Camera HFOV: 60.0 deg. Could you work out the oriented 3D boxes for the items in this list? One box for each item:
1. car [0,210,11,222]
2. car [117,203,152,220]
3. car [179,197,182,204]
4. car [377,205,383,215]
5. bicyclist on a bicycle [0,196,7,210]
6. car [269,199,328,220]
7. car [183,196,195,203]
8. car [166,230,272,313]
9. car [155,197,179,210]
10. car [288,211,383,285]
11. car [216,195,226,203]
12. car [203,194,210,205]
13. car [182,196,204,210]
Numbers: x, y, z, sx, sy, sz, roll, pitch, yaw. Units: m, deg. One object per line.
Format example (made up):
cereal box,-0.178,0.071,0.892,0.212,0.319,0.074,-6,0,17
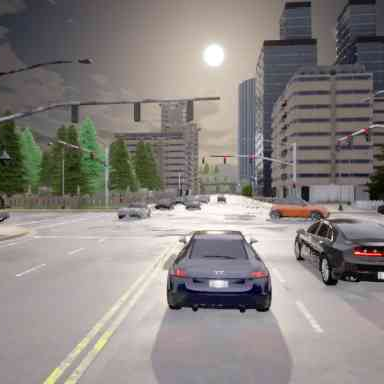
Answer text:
car,-15.744,1.601,23.946,4.718,1.301,1.895,0,0,5
car,-4.811,1.601,28.368,1.895,1.301,4.718,0,0,7
car,-2.030,1.547,57.527,2.033,1.411,5.357,0,0,5
car,20.391,1.478,31.649,5.008,1.535,1.882,0,0,5
bicyclist on a bicycle,-22.282,1.301,39.028,0.582,1.620,1.656,0,0,5
car,8.569,1.352,26.637,4.553,1.767,2.097,0,0,27
car,-0.623,1.540,73.133,2.033,1.411,5.357,0,0,5
car,0.607,1.564,7.773,1.994,1.385,4.181,0,0,4
car,-3.343,1.547,42.208,2.033,1.411,5.357,0,0,5
car,4.240,1.505,9.388,1.837,1.490,4.892,0,0,5
car,6.164,1.501,69.972,1.837,1.490,4.892,0,0,5
car,1.811,1.506,61.193,1.837,1.490,4.892,0,0,5
car,0.177,1.505,42.291,1.837,1.490,4.892,0,0,5
